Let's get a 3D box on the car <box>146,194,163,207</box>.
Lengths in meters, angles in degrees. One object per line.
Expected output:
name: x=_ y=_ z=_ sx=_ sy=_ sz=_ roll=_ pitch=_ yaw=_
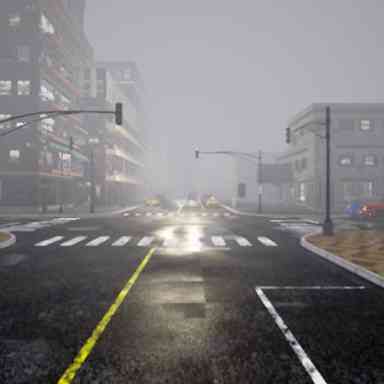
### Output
car: x=-5.676 y=1.381 z=48.651 sx=1.752 sy=1.417 sz=4.829 roll=0 pitch=0 yaw=0

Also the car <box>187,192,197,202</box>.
car: x=0.018 y=1.164 z=70.057 sx=2.097 sy=1.767 sz=4.553 roll=0 pitch=0 yaw=0

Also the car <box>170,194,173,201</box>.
car: x=-5.671 y=1.358 z=70.978 sx=2.008 sy=1.369 sz=4.403 roll=0 pitch=0 yaw=0

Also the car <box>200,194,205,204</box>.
car: x=2.706 y=1.424 z=54.360 sx=1.802 sy=1.307 sz=4.206 roll=0 pitch=0 yaw=0

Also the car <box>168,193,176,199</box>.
car: x=-5.665 y=1.213 z=93.135 sx=1.967 sy=1.590 sz=4.097 roll=0 pitch=0 yaw=0

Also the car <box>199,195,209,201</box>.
car: x=2.712 y=1.349 z=76.516 sx=2.008 sy=1.369 sz=4.403 roll=0 pitch=0 yaw=0

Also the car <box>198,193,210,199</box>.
car: x=2.709 y=1.145 z=59.898 sx=2.192 sy=1.841 sz=5.009 roll=0 pitch=0 yaw=0

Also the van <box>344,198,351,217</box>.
van: x=14.907 y=1.318 z=27.762 sx=3.998 sy=1.788 sz=1.690 roll=0 pitch=0 yaw=0

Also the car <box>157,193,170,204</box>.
car: x=-5.672 y=1.145 z=59.900 sx=2.192 sy=1.841 sz=5.009 roll=0 pitch=0 yaw=0

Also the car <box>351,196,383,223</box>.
car: x=15.499 y=1.198 z=25.171 sx=5.566 sy=2.045 sz=2.150 roll=0 pitch=0 yaw=0

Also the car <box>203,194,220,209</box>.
car: x=2.704 y=1.394 z=43.451 sx=1.752 sy=1.417 sz=4.829 roll=0 pitch=0 yaw=0

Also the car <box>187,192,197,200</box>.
car: x=0.021 y=0.906 z=80.120 sx=2.150 sy=2.045 sz=5.566 roll=0 pitch=0 yaw=0
